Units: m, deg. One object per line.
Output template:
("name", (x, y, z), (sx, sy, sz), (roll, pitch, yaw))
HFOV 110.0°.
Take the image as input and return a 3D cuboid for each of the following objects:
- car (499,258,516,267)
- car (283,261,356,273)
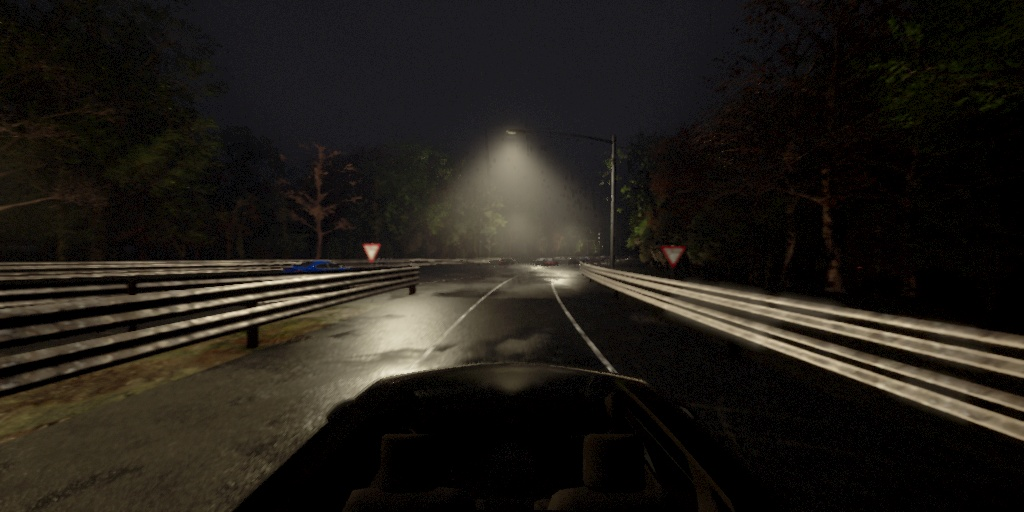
("car", (-0.724, 1.107, 64.357), (1.837, 1.490, 4.892), (1, 0, 21))
("car", (-12.600, 1.073, 23.916), (1.882, 1.535, 5.008), (1, 0, 21))
